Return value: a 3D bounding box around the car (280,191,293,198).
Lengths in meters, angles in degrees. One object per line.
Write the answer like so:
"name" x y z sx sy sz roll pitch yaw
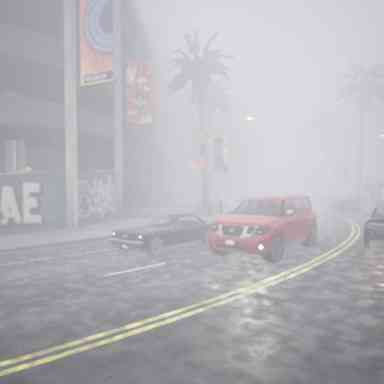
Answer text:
"car" 24.659 0.663 86.777 2.185 1.767 4.553 -1 0 4

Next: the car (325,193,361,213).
"car" 14.366 1.181 31.497 2.128 1.511 4.902 -1 0 8

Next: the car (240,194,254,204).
"car" 8.969 1.143 54.982 1.837 1.490 4.892 -1 0 4

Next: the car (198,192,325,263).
"car" 2.829 1.133 12.165 2.150 2.045 5.566 0 1 38

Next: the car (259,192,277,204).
"car" 12.467 0.950 54.805 2.097 1.767 4.553 -1 0 4

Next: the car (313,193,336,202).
"car" 22.806 0.952 57.462 2.231 1.521 4.892 -1 0 4

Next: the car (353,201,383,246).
"car" 8.279 1.337 13.742 2.128 1.511 4.902 0 1 33

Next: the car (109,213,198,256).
"car" -0.875 1.549 13.129 1.895 1.301 4.718 0 0 40
